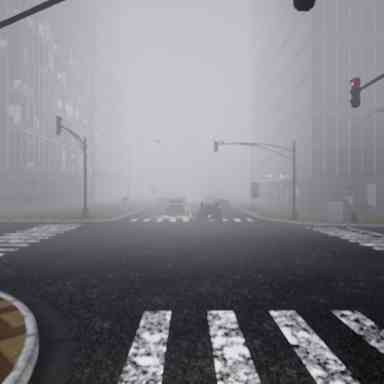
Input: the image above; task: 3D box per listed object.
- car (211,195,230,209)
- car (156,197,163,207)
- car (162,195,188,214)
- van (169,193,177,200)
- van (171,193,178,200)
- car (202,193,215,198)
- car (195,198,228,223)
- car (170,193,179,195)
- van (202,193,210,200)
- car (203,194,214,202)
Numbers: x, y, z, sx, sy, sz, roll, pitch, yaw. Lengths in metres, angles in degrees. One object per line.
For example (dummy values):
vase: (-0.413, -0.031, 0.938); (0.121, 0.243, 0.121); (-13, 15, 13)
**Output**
car: (3.734, 1.447, 42.251); (1.947, 1.339, 4.313); (0, 0, -1)
car: (-4.244, 1.444, 47.707); (1.802, 1.307, 4.206); (0, 0, -1)
car: (-1.653, 1.389, 33.722); (1.882, 1.535, 5.008); (0, 1, -1)
van: (-4.536, 1.069, 80.871); (1.690, 1.788, 3.998); (0, 0, -1)
van: (-4.585, 1.046, 86.398); (1.690, 1.788, 3.998); (0, 0, -1)
car: (3.490, 1.113, 64.358); (2.192, 1.841, 5.009); (0, 0, -1)
car: (1.252, 1.433, 25.298); (2.128, 1.511, 4.902); (0, 0, 1)
car: (-1.779, 1.347, 49.620); (2.128, 1.511, 4.902); (0, 0, 0)
van: (3.344, 1.069, 80.940); (1.690, 1.788, 3.998); (0, 0, -1)
car: (3.441, 1.215, 69.886); (1.967, 1.590, 4.097); (0, 0, -1)
